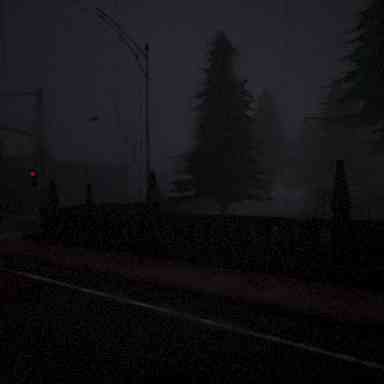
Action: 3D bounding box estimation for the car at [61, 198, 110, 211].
[{"bbox_3d":[-10.976,1.569,35.335,2.097,1.767,4.553,-1,0,36],"label":"car"}]

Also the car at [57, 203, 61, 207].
[{"bbox_3d":[-13.802,1.595,37.400,2.097,1.767,4.553,-1,0,36],"label":"car"}]
